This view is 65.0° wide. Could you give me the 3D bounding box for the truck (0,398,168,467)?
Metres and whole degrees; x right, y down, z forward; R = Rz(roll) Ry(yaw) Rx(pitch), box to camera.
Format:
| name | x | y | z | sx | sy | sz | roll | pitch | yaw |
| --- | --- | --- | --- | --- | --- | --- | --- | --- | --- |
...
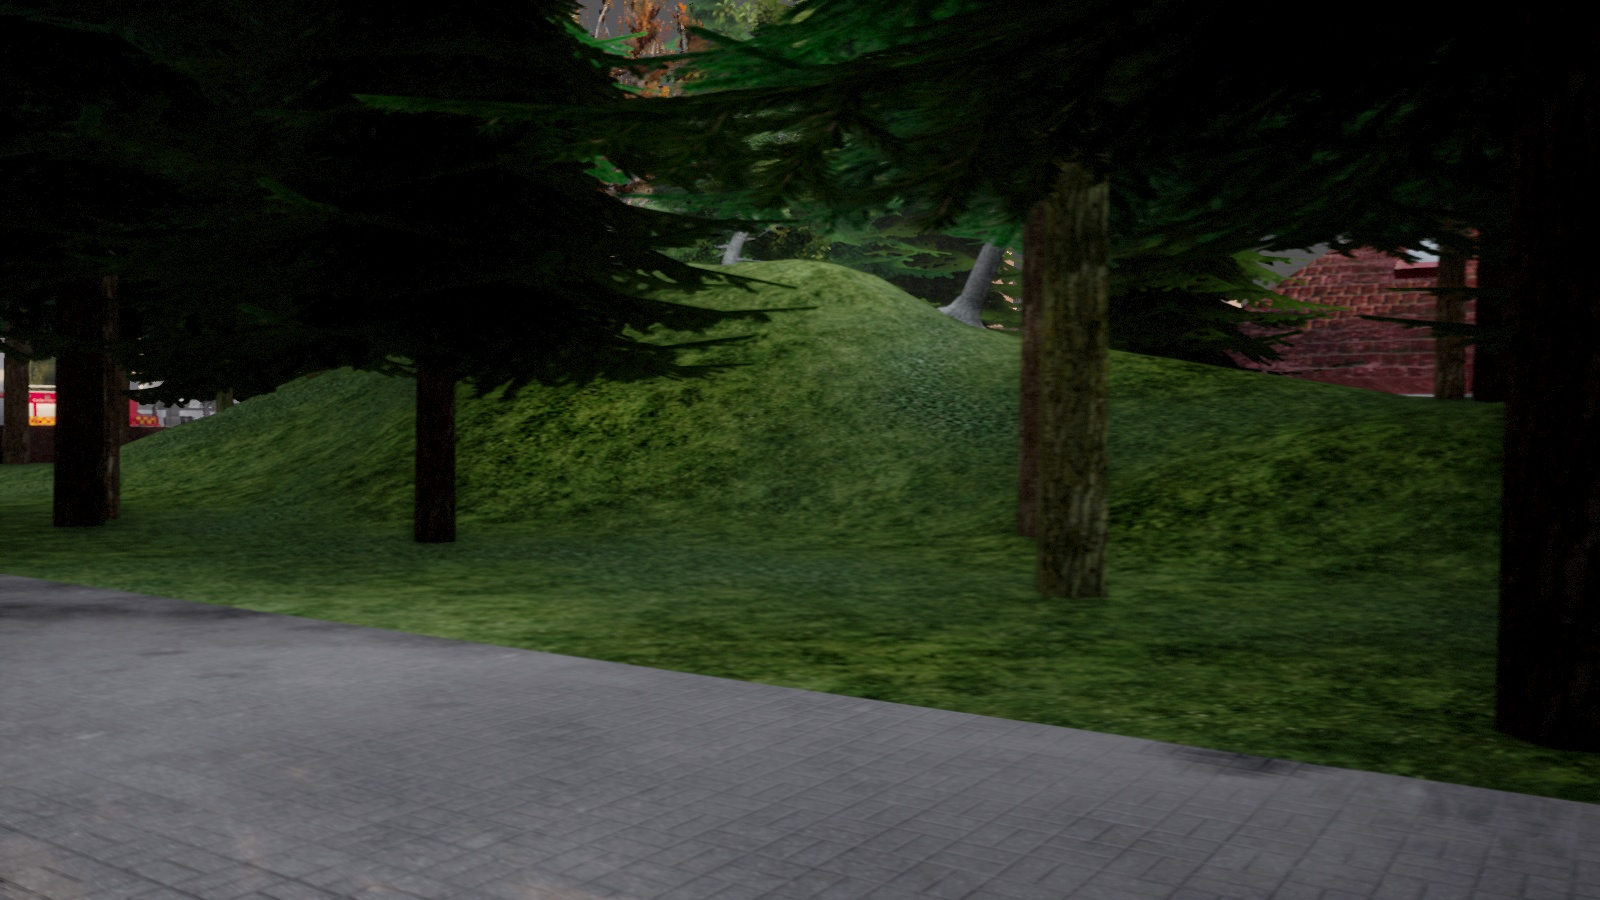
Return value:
| name | x | y | z | sx | sy | sz | roll | pitch | yaw |
| --- | --- | --- | --- | --- | --- | --- | --- | --- | --- |
| truck | -42.064 | -1.058 | 73.702 | 2.891 | 3.827 | 8.468 | 0 | 1 | 34 |
